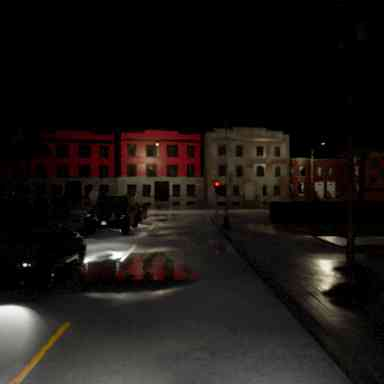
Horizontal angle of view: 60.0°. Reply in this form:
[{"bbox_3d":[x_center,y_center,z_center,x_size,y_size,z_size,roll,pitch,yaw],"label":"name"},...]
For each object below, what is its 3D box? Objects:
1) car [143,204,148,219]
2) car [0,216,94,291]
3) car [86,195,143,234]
[{"bbox_3d":[-4.564,1.499,25.969,2.033,1.411,5.357,0,0,-1],"label":"car"},{"bbox_3d":[-4.271,1.567,8.844,1.994,1.385,4.181,0,0,-1],"label":"car"},{"bbox_3d":[-4.487,1.205,19.430,2.150,2.045,5.566,0,0,-1],"label":"car"}]
